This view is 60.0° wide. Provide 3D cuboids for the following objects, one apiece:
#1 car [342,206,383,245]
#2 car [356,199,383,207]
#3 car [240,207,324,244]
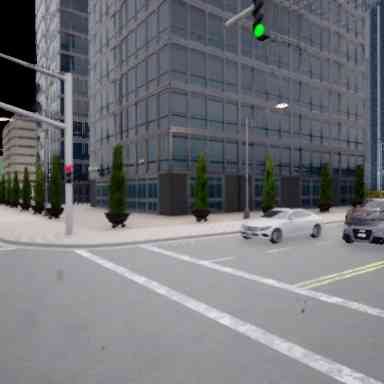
[{"bbox_3d":[8.283,1.497,14.198,4.181,1.385,1.994,0,0,-35],"label":"car"},{"bbox_3d":[11.634,1.243,20.888,4.553,1.767,2.097,0,0,-35],"label":"car"},{"bbox_3d":[4.363,1.474,15.701,4.674,1.442,1.812,0,0,-35],"label":"car"}]
